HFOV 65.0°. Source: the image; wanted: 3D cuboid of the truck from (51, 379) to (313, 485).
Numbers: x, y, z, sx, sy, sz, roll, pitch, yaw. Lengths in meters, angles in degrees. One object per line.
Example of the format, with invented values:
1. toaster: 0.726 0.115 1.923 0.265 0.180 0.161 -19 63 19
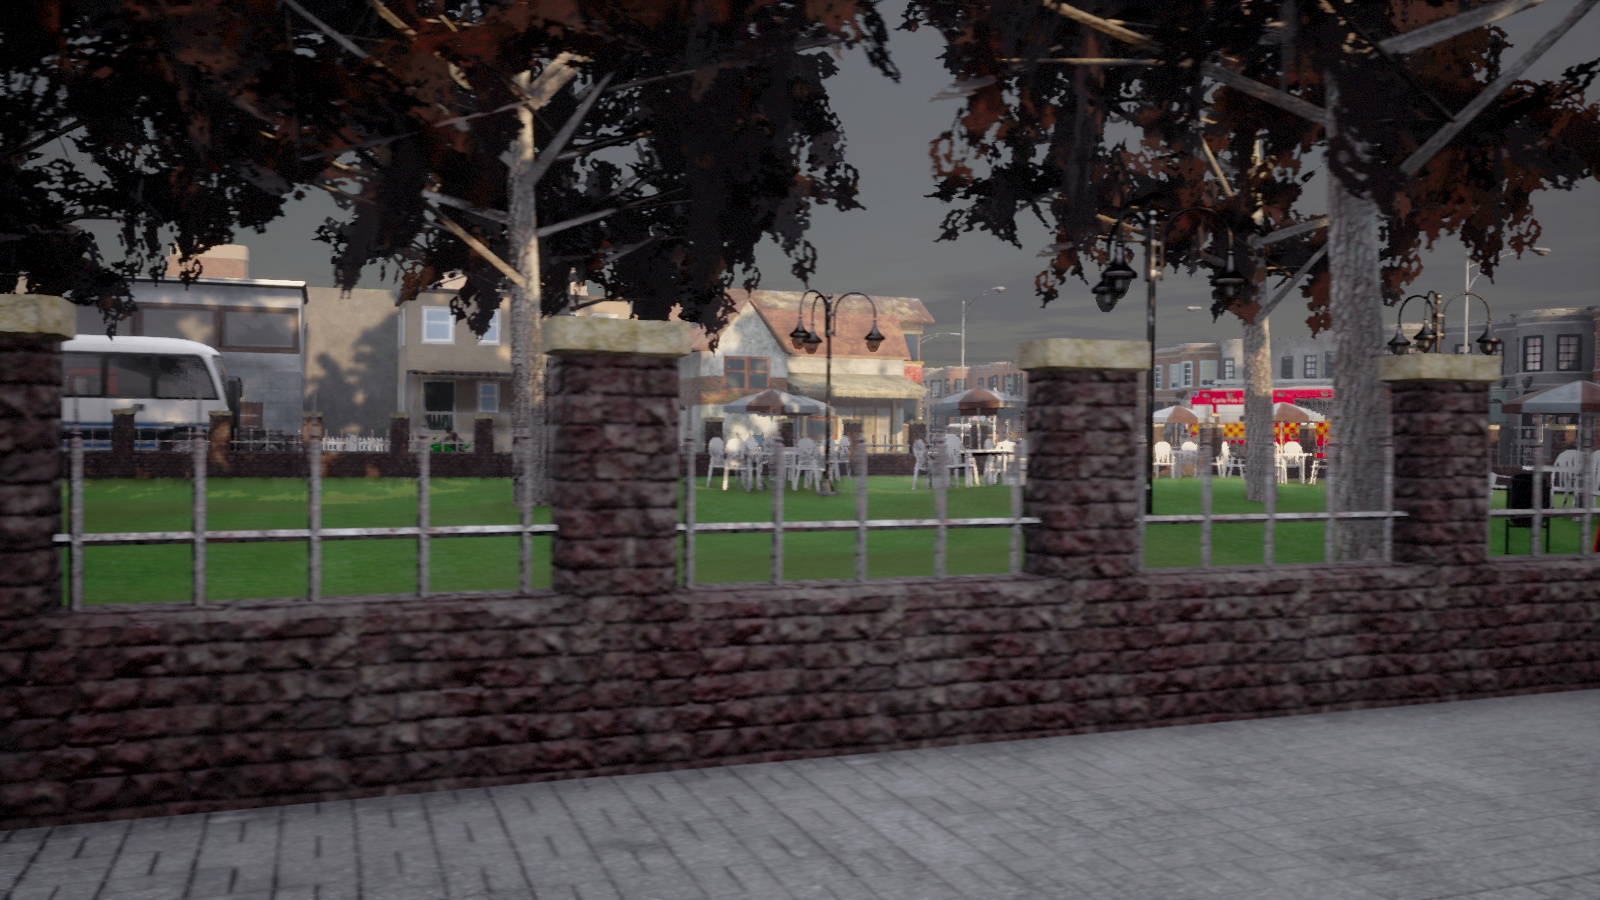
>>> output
1. truck: -21.398 -0.670 44.068 7.936 3.462 2.891 -1 1 -20

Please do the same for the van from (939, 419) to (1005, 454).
1. van: 10.469 -0.841 76.773 2.069 2.038 4.480 -1 1 -21

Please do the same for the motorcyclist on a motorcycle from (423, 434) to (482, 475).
1. motorcyclist on a motorcycle: -13.066 0.153 47.229 2.044 1.523 0.797 -1 1 -21

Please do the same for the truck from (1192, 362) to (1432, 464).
1. truck: 20.502 -1.413 50.673 8.468 3.827 2.891 0 1 40

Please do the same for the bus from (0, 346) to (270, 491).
1. bus: -22.359 -0.978 39.388 10.273 4.253 3.944 -1 1 -19
